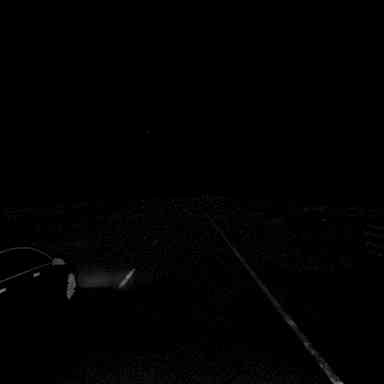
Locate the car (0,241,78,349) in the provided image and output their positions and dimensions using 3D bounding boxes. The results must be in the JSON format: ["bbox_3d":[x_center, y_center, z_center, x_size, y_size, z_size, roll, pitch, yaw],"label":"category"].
[{"bbox_3d":[-3.403,1.560,5.376,1.837,1.490,4.892,0,-1,0],"label":"car"}]

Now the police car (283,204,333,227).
[{"bbox_3d":[8.719,1.737,25.735,1.930,1.638,5.238,0,-1,-11],"label":"police car"}]
